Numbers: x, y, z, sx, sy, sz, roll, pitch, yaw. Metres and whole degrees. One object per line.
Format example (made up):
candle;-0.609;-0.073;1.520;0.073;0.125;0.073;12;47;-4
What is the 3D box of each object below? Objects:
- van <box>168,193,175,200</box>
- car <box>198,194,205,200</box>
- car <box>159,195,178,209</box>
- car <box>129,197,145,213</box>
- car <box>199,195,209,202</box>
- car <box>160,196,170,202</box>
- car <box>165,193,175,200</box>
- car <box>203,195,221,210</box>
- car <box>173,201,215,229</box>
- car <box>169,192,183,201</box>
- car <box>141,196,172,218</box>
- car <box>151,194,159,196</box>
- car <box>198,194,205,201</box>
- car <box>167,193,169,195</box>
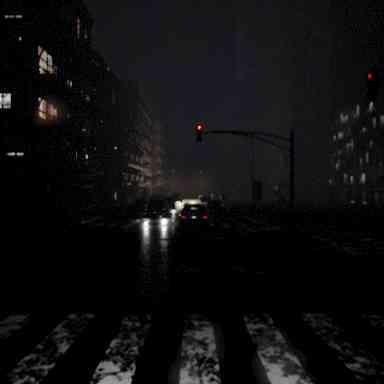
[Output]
van;-5.635;1.159;92.299;1.690;1.788;3.998;-1;0;0
car;2.715;1.343;92.522;1.752;1.417;4.829;-1;0;0
car;-3.063;1.434;42.160;1.812;1.442;4.674;0;0;0
car;-5.674;1.466;35.811;1.887;1.381;4.507;-1;0;0
car;2.703;1.391;75.405;1.887;1.381;4.507;-1;0;0
car;-5.649;1.439;69.705;1.802;1.307;4.206;-1;0;0
car;-5.640;1.142;86.651;2.192;1.841;5.009;-1;0;0
car;2.677;1.454;41.511;1.887;1.381;4.507;-1;0;0
car;0.123;1.485;21.023;2.033;1.411;5.357;0;0;0
car;-2.954;1.074;64.072;2.150;2.045;5.566;0;0;0
car;-3.077;1.438;29.777;1.837;1.490;4.892;0;0;0
car;-5.672;1.350;41.459;1.967;1.590;4.097;-1;0;0
car;2.694;1.418;64.106;2.008;1.369;4.403;-1;0;0
car;-5.659;1.318;58.406;1.967;1.590;4.097;-1;0;0
